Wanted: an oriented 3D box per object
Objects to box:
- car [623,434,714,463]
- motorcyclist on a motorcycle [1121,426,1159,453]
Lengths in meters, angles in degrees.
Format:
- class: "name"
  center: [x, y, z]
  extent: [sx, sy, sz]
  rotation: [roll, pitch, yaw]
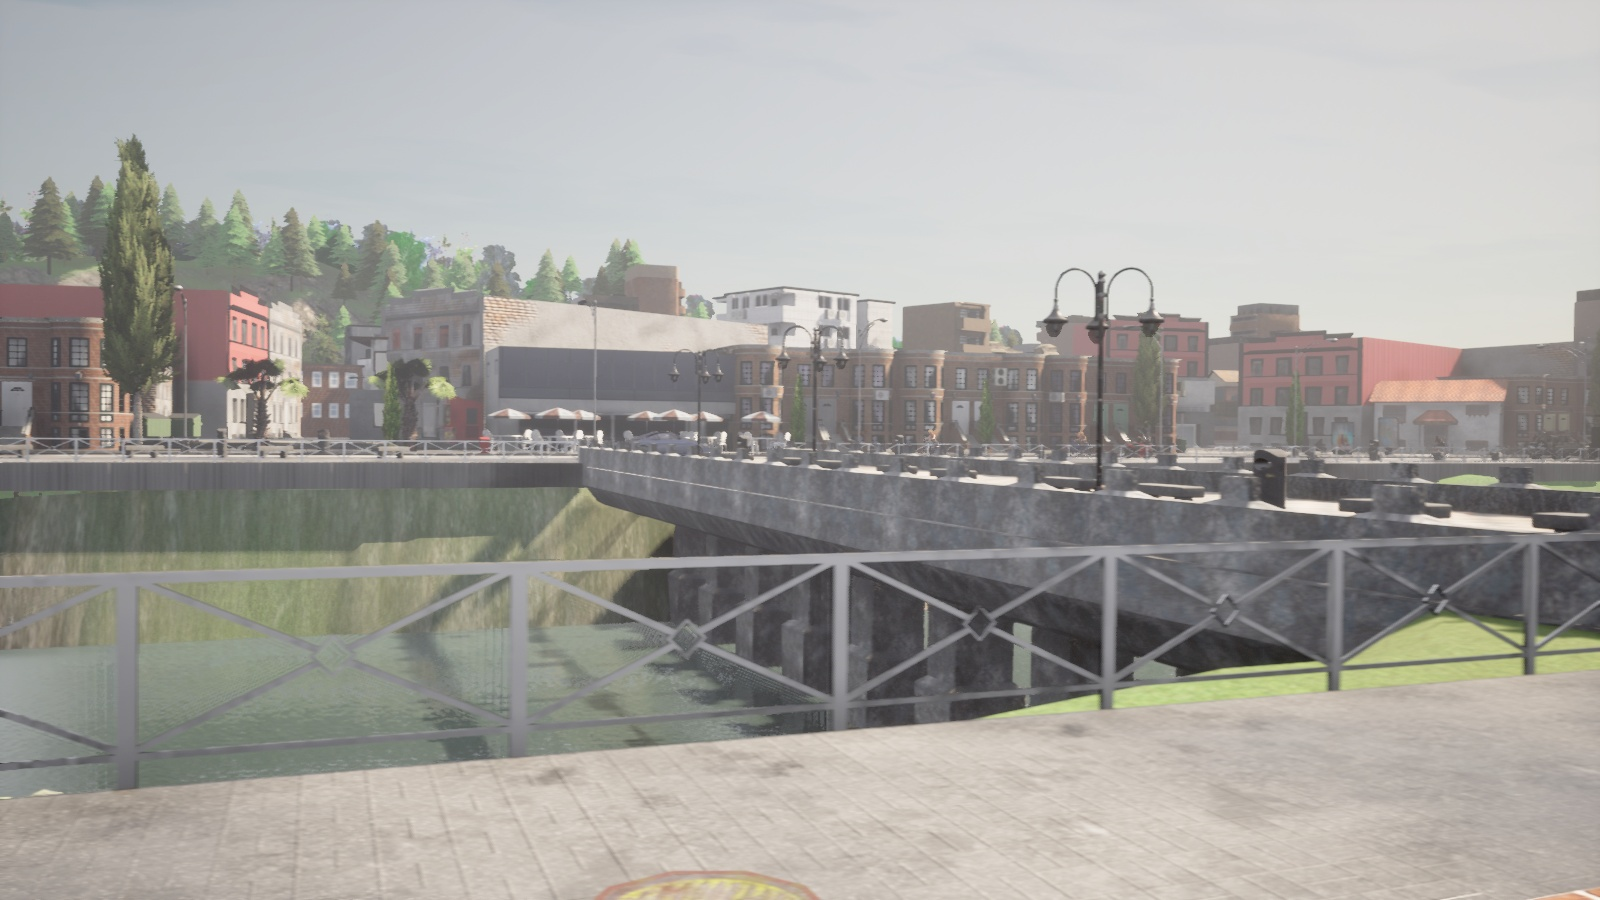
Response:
- class: "car"
  center: [-6.592, -0.091, 62.965]
  extent: [4.181, 1.385, 1.994]
  rotation: [-1, 1, -21]
- class: "motorcyclist on a motorcycle"
  center: [19.773, -0.621, 72.983]
  extent: [2.044, 1.523, 0.797]
  rotation: [-1, 1, -21]
